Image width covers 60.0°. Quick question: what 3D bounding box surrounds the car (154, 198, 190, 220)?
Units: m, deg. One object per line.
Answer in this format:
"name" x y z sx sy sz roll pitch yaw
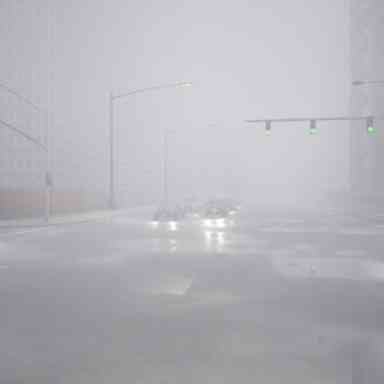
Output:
"car" -1.782 1.521 28.002 1.812 1.442 4.674 0 0 11

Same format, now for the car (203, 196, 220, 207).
"car" 3.169 1.469 52.883 1.882 1.535 5.008 0 0 12

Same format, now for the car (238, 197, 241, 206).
"car" 7.173 1.517 55.035 1.812 1.442 4.674 0 0 11

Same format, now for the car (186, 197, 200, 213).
"car" -0.083 1.347 36.677 2.097 1.767 4.553 0 0 11

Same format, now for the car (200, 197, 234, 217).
"car" 2.420 1.487 31.289 2.128 1.511 4.902 0 0 11

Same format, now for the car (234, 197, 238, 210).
"car" 4.248 1.499 40.470 1.837 1.490 4.892 0 0 11
